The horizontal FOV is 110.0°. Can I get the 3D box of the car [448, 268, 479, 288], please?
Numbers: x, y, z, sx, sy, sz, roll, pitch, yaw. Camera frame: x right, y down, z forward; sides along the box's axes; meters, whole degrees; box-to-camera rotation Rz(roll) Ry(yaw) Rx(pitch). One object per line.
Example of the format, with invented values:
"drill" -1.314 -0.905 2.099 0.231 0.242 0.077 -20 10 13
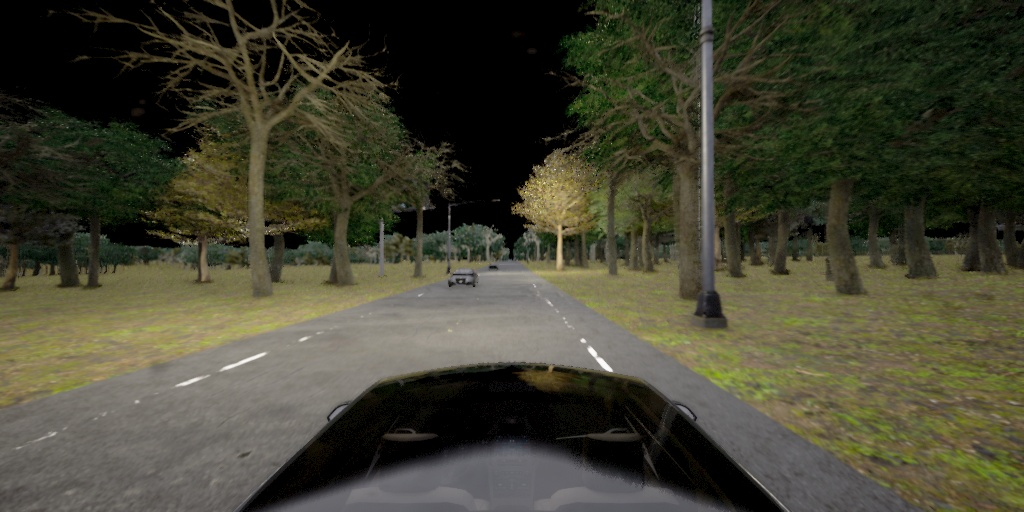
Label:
"car" -3.599 1.620 27.211 1.994 1.385 4.181 0 -1 0
